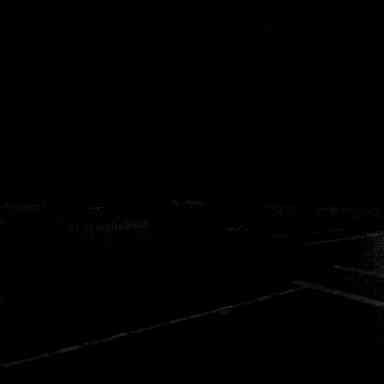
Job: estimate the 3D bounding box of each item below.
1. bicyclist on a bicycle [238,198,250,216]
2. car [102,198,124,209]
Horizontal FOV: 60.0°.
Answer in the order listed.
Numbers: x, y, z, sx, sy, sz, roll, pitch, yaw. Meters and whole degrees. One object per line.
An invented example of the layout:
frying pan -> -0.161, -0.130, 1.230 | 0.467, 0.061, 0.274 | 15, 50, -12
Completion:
bicyclist on a bicycle -> 4.897, 1.419, 31.291 | 1.656, 1.620, 0.582 | 0, 0, -36
car -> -11.011, 1.623, 46.703 | 1.812, 1.442, 4.674 | 0, 0, -34
